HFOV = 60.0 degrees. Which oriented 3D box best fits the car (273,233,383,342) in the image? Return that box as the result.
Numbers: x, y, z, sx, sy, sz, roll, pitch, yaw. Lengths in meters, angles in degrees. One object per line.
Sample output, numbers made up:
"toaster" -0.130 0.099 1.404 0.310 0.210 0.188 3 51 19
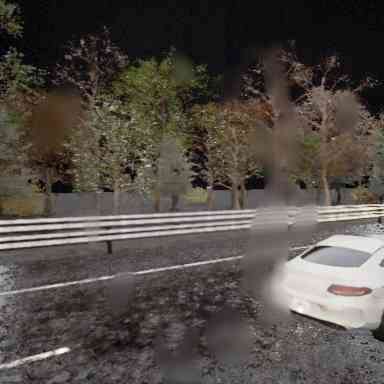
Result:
"car" 3.528 1.528 6.381 4.674 1.442 1.812 0 0 -35
